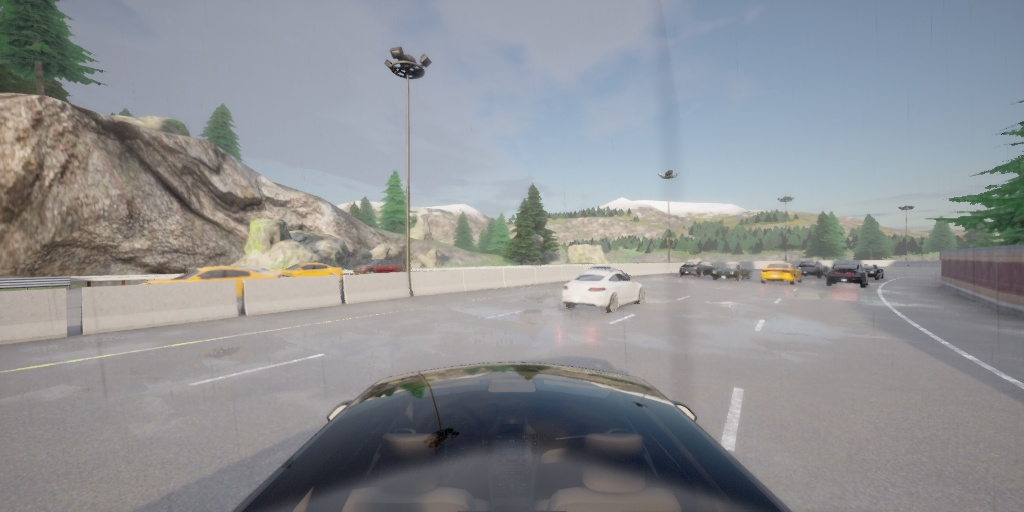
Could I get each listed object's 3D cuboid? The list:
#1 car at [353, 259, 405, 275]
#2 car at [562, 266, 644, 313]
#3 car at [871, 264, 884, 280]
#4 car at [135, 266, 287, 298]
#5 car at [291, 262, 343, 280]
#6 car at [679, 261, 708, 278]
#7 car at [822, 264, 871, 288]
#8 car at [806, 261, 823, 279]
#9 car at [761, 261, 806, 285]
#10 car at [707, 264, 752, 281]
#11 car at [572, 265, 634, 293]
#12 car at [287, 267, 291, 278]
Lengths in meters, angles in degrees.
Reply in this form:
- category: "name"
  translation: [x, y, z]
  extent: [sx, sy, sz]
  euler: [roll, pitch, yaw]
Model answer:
- category: "car"
  translation: [-12.350, 1.102, 33.394]
  extent: [2.097, 1.767, 4.553]
  euler: [0, 0, 41]
- category: "car"
  translation: [3.653, 1.276, 14.076]
  extent: [1.812, 1.442, 4.674]
  euler: [0, 0, 38]
- category: "car"
  translation: [30.465, 1.351, 30.854]
  extent: [4.718, 1.301, 1.895]
  euler: [0, 0, -39]
- category: "car"
  translation: [-13.012, 1.227, 15.479]
  extent: [1.882, 1.535, 5.008]
  euler: [0, 0, 35]
- category: "car"
  translation: [-14.533, 1.227, 25.197]
  extent: [1.882, 1.535, 5.008]
  euler: [0, 0, 38]
- category: "car"
  translation: [17.417, 1.241, 33.591]
  extent: [4.902, 1.511, 2.128]
  euler: [0, 0, -42]
- category: "car"
  translation: [22.510, 1.255, 24.038]
  extent: [4.892, 1.490, 1.837]
  euler: [0, 0, -43]
- category: "car"
  translation: [27.764, 1.242, 33.153]
  extent: [4.902, 1.511, 2.128]
  euler: [0, 0, -39]
- category: "car"
  translation: [19.807, 1.228, 26.298]
  extent: [5.008, 1.535, 1.882]
  euler: [0, 0, -44]
- category: "car"
  translation: [18.283, 1.351, 29.704]
  extent: [4.718, 1.301, 1.895]
  euler: [0, 0, -43]
- category: "car"
  translation: [5.608, 1.314, 21.778]
  extent: [1.994, 1.385, 4.181]
  euler: [0, 0, 41]
- category: "car"
  translation: [-14.812, 1.276, 18.989]
  extent: [1.812, 1.442, 4.674]
  euler: [0, 0, 36]
